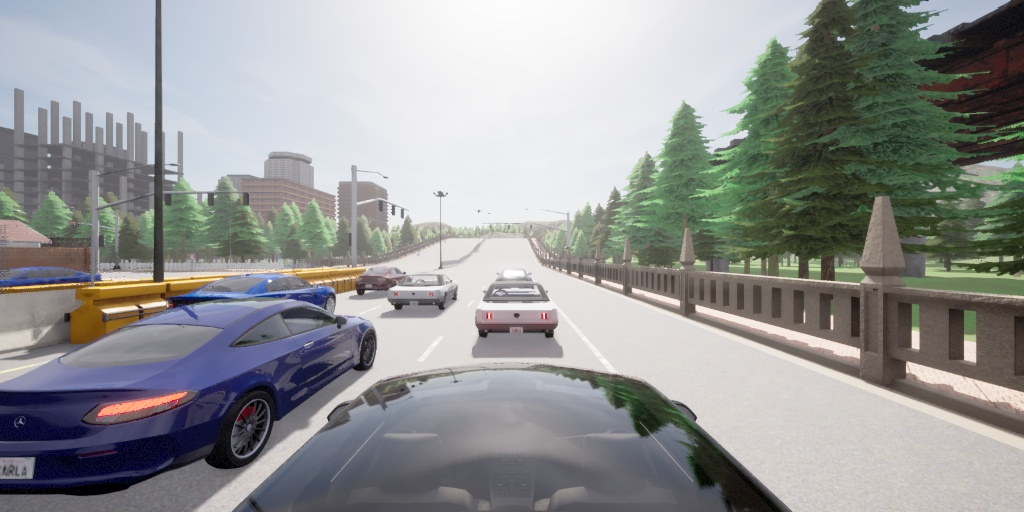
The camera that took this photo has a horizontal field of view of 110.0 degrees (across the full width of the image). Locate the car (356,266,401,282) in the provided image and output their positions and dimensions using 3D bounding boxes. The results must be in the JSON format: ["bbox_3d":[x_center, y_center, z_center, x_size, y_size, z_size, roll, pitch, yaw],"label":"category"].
[{"bbox_3d":[-6.895,1.276,19.542,1.812,1.442,4.674,0,0,0],"label":"car"}]

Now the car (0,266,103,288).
[{"bbox_3d":[-21.054,1.227,15.457,1.882,1.535,5.008,0,0,0],"label":"car"}]

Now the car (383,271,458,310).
[{"bbox_3d":[-3.396,1.351,14.661,1.895,1.301,4.718,0,0,0],"label":"car"}]

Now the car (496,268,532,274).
[{"bbox_3d":[0.105,1.314,18.902,1.994,1.385,4.181,0,0,0],"label":"car"}]

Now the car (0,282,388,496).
[{"bbox_3d":[-3.398,1.276,4.741,1.812,1.442,4.674,0,0,0],"label":"car"}]

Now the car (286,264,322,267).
[{"bbox_3d":[-13.993,1.208,23.839,2.033,1.411,5.357,0,0,0],"label":"car"}]

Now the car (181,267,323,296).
[{"bbox_3d":[-6.897,1.228,10.199,1.882,1.535,5.008,0,0,0],"label":"car"}]

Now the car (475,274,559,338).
[{"bbox_3d":[0.103,1.351,10.147,1.895,1.301,4.718,0,0,0],"label":"car"}]
